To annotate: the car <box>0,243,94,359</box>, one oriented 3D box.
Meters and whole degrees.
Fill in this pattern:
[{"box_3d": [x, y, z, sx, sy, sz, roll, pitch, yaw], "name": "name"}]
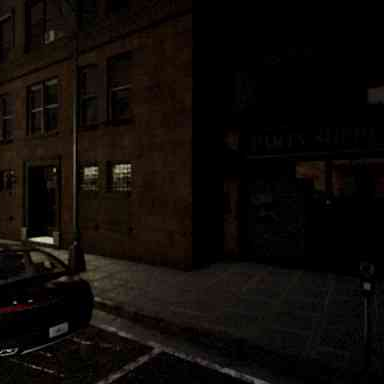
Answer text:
[{"box_3d": [-3.501, 1.552, 5.585, 4.403, 1.369, 2.008, 0, 0, 36], "name": "car"}]
